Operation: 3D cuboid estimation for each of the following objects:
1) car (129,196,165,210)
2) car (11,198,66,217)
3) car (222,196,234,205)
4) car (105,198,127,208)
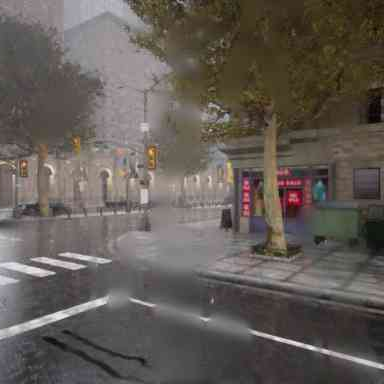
[{"bbox_3d":[-5.610,1.352,42.948,2.097,1.767,4.553,0,0,36],"label":"car"},{"bbox_3d":[-14.243,1.352,30.999,2.097,1.767,4.553,0,0,36],"label":"car"},{"bbox_3d":[7.179,1.507,60.541,1.837,1.490,4.892,0,-1,36],"label":"car"},{"bbox_3d":[-10.215,1.595,47.935,1.895,1.301,4.718,0,0,36],"label":"car"}]
